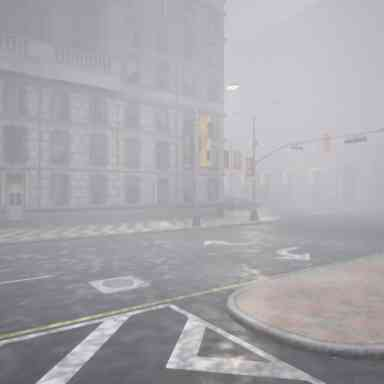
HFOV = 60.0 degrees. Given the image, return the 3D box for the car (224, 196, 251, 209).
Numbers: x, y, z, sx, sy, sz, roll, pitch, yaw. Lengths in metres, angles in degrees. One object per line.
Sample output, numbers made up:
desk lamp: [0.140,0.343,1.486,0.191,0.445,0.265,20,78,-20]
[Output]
car: [5.028,1.340,43.815,2.097,1.767,4.553,0,0,-35]

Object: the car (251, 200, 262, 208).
car: [7.284,1.530,46.667,2.033,1.411,5.357,0,0,-36]
